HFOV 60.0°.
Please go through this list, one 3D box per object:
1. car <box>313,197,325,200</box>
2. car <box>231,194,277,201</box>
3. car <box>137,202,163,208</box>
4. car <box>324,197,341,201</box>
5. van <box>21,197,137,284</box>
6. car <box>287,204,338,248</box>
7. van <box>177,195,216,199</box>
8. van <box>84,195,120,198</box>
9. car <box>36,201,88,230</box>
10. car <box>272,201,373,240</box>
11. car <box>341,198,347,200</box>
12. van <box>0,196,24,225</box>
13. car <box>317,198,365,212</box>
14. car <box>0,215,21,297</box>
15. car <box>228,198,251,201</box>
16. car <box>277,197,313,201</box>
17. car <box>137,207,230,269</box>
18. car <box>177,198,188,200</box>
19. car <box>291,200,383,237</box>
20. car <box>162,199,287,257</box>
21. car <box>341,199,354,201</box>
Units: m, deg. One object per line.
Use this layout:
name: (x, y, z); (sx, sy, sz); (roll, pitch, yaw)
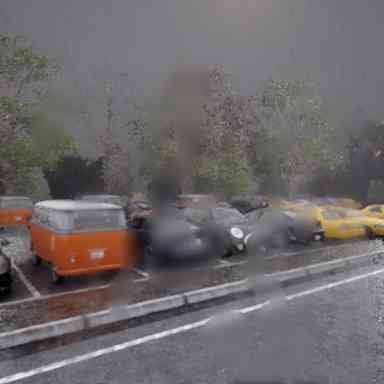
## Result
car: (11.621, 1.547, 36.410); (2.002, 1.452, 4.674); (0, 0, -35)
car: (4.826, 1.222, 31.629); (2.435, 2.045, 5.566); (0, 0, -35)
car: (-4.208, 1.477, 25.223); (2.163, 1.488, 4.792); (0, 0, -35)
car: (13.896, 1.548, 37.991); (2.163, 1.488, 4.792); (0, 0, -35)
van: (-3.529, 1.254, 9.777); (1.878, 1.987, 4.442); (0, 0, -35)
car: (3.337, 1.451, 14.495); (2.231, 1.521, 4.892); (0, 0, -35)
van: (0.155, 1.226, 28.424); (1.878, 1.987, 4.442); (0, 0, -35)
van: (-6.374, 1.228, 23.518); (1.878, 1.987, 4.442); (0, 0, -36)
car: (-8.711, 1.464, 22.000); (2.097, 1.535, 5.008); (0, 0, -35)
car: (5.484, 1.446, 16.253); (1.946, 1.575, 5.366); (0, 0, -35)
car: (16.020, 1.403, 39.571); (2.185, 1.767, 4.553); (0, 0, -35)
van: (-11.036, 1.251, 20.488); (1.878, 1.987, 4.442); (0, 0, -35)
car: (18.301, 1.540, 41.144); (2.097, 1.535, 5.008); (0, 0, -35)
car: (-5.708, 1.522, 8.052); (2.163, 1.488, 4.792); (0, 0, -35)
car: (2.599, 1.491, 29.980); (2.163, 1.488, 4.792); (0, 0, -35)
car: (9.467, 1.493, 34.658); (1.946, 1.575, 5.366); (0, 0, -35)
car: (-1.213, 1.496, 11.312); (2.163, 1.488, 4.792); (0, 0, -35)
car: (-2.055, 1.476, 26.749); (2.163, 1.488, 4.792); (0, 0, -35)
car: (7.862, 1.451, 17.485); (1.946, 1.575, 5.366); (0, 0, -35)
car: (1.048, 1.331, 12.918); (2.185, 1.767, 4.553); (0, 0, -35)
car: (12.490, 1.472, 20.767); (1.946, 1.575, 5.366); (0, 0, -35)
